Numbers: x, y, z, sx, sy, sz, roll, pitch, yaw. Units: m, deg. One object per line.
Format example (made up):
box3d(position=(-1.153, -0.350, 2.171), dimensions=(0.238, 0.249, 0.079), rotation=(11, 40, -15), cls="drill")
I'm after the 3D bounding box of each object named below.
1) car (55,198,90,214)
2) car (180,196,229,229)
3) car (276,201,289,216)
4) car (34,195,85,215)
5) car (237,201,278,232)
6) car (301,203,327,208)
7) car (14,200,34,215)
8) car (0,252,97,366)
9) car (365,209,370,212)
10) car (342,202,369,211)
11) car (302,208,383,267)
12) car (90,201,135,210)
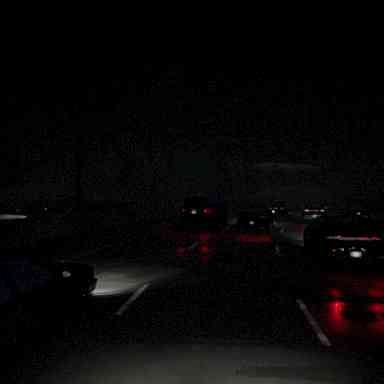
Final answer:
box3d(position=(-10.547, 1.603, 32.658), dimensions=(2.128, 1.511, 4.902), rotation=(0, 0, 20), cls="car")
box3d(position=(0.969, 1.318, 22.692), dimensions=(2.150, 2.045, 5.566), rotation=(0, 0, 19), cls="car")
box3d(position=(9.245, 1.718, 35.625), dimensions=(2.033, 1.411, 5.357), rotation=(0, 0, 20), cls="car")
box3d(position=(-13.363, 1.340, 35.117), dimensions=(2.150, 2.045, 5.566), rotation=(0, -1, 20), cls="car")
box3d(position=(4.105, 1.574, 20.912), dimensions=(1.882, 1.535, 5.008), rotation=(0, 0, 18), cls="car")
box3d(position=(10.062, 1.629, 27.442), dimensions=(2.128, 1.511, 4.902), rotation=(0, 0, 19), cls="car")
box3d(position=(-16.801, 1.616, 35.920), dimensions=(1.837, 1.490, 4.892), rotation=(0, -1, 20), cls="car")
box3d(position=(-3.087, 1.559, 4.543), dimensions=(2.033, 1.411, 5.357), rotation=(0, 0, 5), cls="car")
box3d(position=(9.615, 1.688, 15.297), dimensions=(1.895, 1.301, 4.718), rotation=(0, 0, 16), cls="car")
box3d(position=(14.651, 1.637, 29.897), dimensions=(1.882, 1.535, 5.008), rotation=(0, 0, 20), cls="car")
box3d(position=(5.157, 1.554, 11.810), dimensions=(2.128, 1.511, 4.902), rotation=(0, 0, 12), cls="car")
box3d(position=(-7.165, 1.621, 31.715), dimensions=(1.837, 1.490, 4.892), rotation=(0, -1, 20), cls="car")
